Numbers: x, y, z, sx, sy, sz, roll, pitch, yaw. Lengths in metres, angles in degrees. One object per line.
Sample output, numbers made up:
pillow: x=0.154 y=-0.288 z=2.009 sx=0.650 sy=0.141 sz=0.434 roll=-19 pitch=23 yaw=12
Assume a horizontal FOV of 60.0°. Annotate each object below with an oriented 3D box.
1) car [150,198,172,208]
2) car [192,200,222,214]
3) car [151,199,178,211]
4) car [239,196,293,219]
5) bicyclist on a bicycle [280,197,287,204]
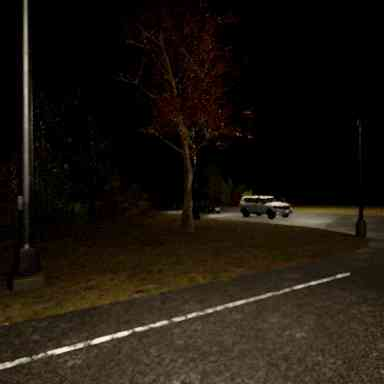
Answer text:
car: x=-5.512 y=1.928 z=58.449 sx=1.837 sy=1.490 sz=4.892 roll=-2 pitch=0 yaw=-32
car: x=1.654 y=1.801 z=40.052 sx=1.837 sy=1.490 sz=4.892 roll=-2 pitch=0 yaw=-32
car: x=-3.806 y=1.900 z=48.891 sx=1.882 sy=1.535 sz=5.008 roll=-2 pitch=0 yaw=-32
car: x=6.855 y=1.397 z=31.594 sx=2.150 sy=2.045 sz=5.566 roll=-2 pitch=0 yaw=-33
bicyclist on a bicycle: x=10.853 y=1.473 z=39.633 sx=1.656 sy=1.620 sz=0.582 roll=-1 pitch=0 yaw=-32
